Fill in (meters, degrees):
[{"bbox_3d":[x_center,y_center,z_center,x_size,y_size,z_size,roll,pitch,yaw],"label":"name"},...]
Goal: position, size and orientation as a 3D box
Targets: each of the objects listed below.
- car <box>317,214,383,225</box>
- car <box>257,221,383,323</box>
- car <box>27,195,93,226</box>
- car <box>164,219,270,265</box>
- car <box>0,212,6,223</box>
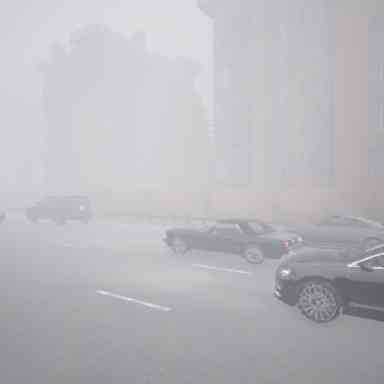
[{"bbox_3d":[5.601,1.564,12.896,4.181,1.385,1.994,0,0,36],"label":"car"},{"bbox_3d":[3.858,1.492,5.540,4.902,1.511,2.128,0,0,36],"label":"car"},{"bbox_3d":[-9.449,1.223,23.645,5.566,2.045,2.150,0,0,36],"label":"car"},{"bbox_3d":[1.300,1.600,11.668,4.718,1.301,1.895,0,0,36],"label":"car"},{"bbox_3d":[-15.157,1.601,23.422,4.718,1.301,1.895,0,0,36],"label":"car"}]
